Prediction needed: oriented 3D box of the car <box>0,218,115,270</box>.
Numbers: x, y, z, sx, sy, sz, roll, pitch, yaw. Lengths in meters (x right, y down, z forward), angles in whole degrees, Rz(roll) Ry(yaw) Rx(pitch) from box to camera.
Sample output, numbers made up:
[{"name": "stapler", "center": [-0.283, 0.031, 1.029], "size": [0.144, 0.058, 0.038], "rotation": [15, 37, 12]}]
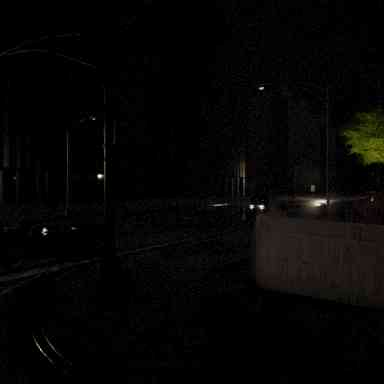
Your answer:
[{"name": "car", "center": [-4.809, 1.503, 10.785], "size": [1.895, 1.301, 4.718], "rotation": [0, 1, 35]}]

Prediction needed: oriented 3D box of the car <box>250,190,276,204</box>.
[{"name": "car", "center": [10.768, 0.702, 49.954], "size": [2.150, 2.045, 5.566], "rotation": [0, 1, 35]}]
